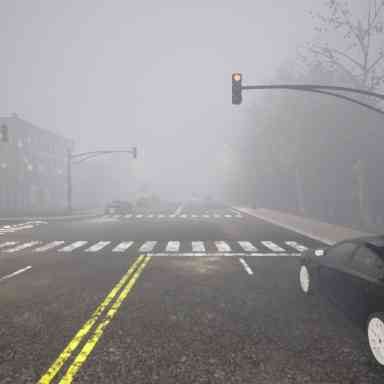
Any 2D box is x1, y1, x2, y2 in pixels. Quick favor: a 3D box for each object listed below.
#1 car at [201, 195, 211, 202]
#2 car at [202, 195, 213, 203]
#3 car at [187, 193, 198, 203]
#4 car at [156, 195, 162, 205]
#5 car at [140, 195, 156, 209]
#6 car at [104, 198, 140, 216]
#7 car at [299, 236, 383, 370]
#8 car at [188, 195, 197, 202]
[{"bbox_3d":[3.293,1.494,79.164,2.128,1.511,4.902,0,0,0],"label":"car"},{"bbox_3d":[3.389,1.480,68.974,1.837,1.490,4.892,0,0,0],"label":"car"},{"bbox_3d":[0.136,1.196,68.642,2.150,2.045,5.566,0,0,0],"label":"car"},{"bbox_3d":[-6.542,1.334,59.369,2.097,1.767,4.553,0,0,0],"label":"car"},{"bbox_3d":[-6.573,1.462,46.218,1.882,1.535,5.008,0,0,0],"label":"car"},{"bbox_3d":[-6.943,1.483,32.198,2.128,1.511,4.902,0,0,5],"label":"car"},{"bbox_3d":[3.345,1.477,5.649,1.882,1.535,5.008,0,0,1],"label":"car"},{"bbox_3d":[0.043,1.509,79.285,2.033,1.411,5.357,0,0,0],"label":"car"}]
